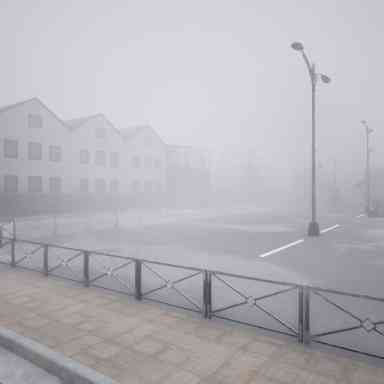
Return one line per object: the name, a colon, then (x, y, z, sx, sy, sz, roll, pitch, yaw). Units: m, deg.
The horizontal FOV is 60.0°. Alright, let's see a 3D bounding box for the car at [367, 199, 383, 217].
car: (15.435, 1.298, 26.794, 2.007, 1.523, 4.514, 0, 0, 35)
